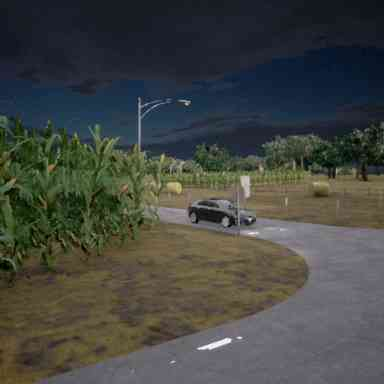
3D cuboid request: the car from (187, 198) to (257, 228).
[{"bbox_3d":[1.635,1.159,19.592,1.837,1.490,4.892,-1,2,-37],"label":"car"}]
